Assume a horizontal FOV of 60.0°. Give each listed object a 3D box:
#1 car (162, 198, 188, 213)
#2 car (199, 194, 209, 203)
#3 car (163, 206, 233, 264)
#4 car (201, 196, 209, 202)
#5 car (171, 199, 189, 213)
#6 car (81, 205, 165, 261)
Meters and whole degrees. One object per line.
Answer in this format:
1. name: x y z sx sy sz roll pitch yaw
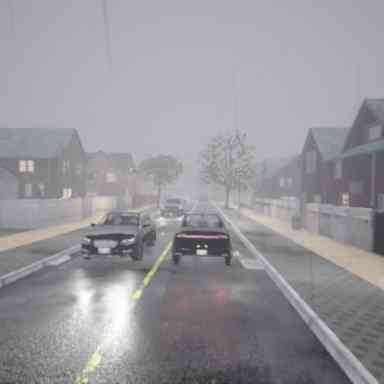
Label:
1. car: -1.724 1.353 31.497 2.097 1.767 4.553 1 0 3
2. car: 2.677 1.559 76.019 2.150 2.045 5.566 1 -1 3
3. car: 0.369 1.491 11.813 2.128 1.511 4.902 1 0 2
4. car: 3.407 1.780 86.402 1.837 1.490 4.892 1 -1 6
5. car: -1.393 1.600 39.743 1.812 1.442 4.674 1 0 2
6. car: -2.465 1.452 12.183 2.128 1.511 4.902 1 0 2
